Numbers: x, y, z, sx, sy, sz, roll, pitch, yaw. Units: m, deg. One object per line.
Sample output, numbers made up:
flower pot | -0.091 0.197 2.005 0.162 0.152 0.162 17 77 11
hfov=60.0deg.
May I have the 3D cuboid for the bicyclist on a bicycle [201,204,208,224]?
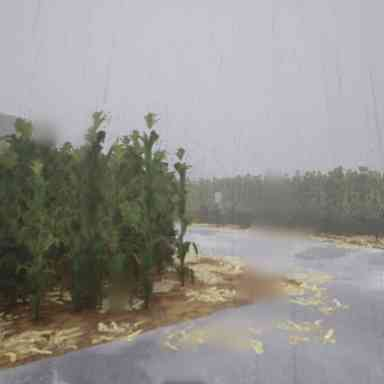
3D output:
bicyclist on a bicycle | 0.900 1.752 26.156 1.656 1.620 0.582 1 -1 -36
